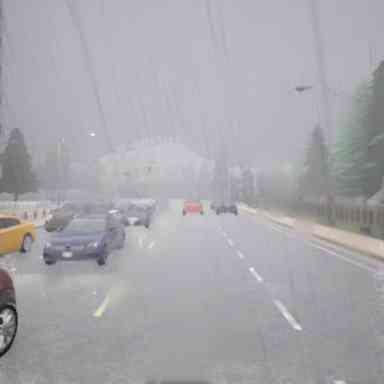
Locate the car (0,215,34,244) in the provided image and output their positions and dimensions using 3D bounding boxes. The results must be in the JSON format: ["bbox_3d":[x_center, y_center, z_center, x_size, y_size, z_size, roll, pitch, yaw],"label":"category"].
[{"bbox_3d":[-7.086,1.507,11.037,1.882,1.535,5.008,0,0,0],"label":"car"}]

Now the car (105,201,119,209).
[{"bbox_3d":[-6.992,1.488,25.884,1.837,1.490,4.892,0,0,0],"label":"car"}]

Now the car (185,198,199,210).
[{"bbox_3d":[0.038,1.607,47.091,1.882,1.535,5.008,0,0,0],"label":"car"}]

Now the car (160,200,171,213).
[{"bbox_3d":[-3.488,1.633,38.082,2.128,1.511,4.902,0,0,0],"label":"car"}]

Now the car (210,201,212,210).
[{"bbox_3d":[3.546,1.691,46.126,1.994,1.385,4.181,0,0,1],"label":"car"}]

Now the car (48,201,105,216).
[{"bbox_3d":[-7.073,1.409,20.191,2.097,1.767,4.553,0,0,0],"label":"car"}]

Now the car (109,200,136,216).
[{"bbox_3d":[-7.029,1.619,34.164,1.812,1.442,4.674,0,0,1],"label":"car"}]

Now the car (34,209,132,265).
[{"bbox_3d":[-3.584,1.558,11.947,1.812,1.442,4.674,0,0,0],"label":"car"}]

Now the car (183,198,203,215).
[{"bbox_3d":[0.112,1.449,35.499,2.097,1.767,4.553,0,0,0],"label":"car"}]

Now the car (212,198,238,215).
[{"bbox_3d":[3.516,1.448,35.025,2.097,1.767,4.553,0,0,0],"label":"car"}]

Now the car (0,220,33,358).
[{"bbox_3d":[-3.590,1.360,2.956,2.097,1.767,4.553,0,0,0],"label":"car"}]

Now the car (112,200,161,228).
[{"bbox_3d":[-3.571,1.552,22.410,2.128,1.511,4.902,0,0,0],"label":"car"}]
